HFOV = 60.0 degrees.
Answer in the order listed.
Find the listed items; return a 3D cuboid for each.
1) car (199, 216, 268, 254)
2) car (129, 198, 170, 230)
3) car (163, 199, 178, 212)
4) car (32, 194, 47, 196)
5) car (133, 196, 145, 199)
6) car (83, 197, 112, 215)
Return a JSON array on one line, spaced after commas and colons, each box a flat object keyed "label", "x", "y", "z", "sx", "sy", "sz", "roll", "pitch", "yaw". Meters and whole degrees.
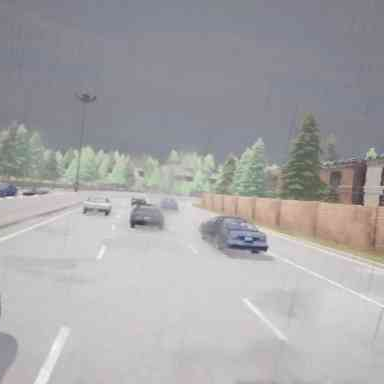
[{"label": "car", "x": 1.709, "y": 1.809, "z": 15.193, "sx": 2.033, "sy": 1.411, "sz": 5.357, "roll": 6, "pitch": 0, "yaw": -10}, {"label": "car", "x": -2.821, "y": 1.413, "z": 20.605, "sx": 1.994, "sy": 1.385, "sz": 4.181, "roll": 6, "pitch": 0, "yaw": -10}, {"label": "car", "x": -2.775, "y": 1.521, "z": 39.790, "sx": 2.033, "sy": 1.411, "sz": 5.357, "roll": 6, "pitch": 0, "yaw": -10}, {"label": "car", "x": -16.164, "y": 0.257, "z": 34.951, "sx": 1.895, "sy": 1.301, "sz": 4.718, "roll": 6, "pitch": 0, "yaw": -10}, {"label": "car", "x": -7.108, "y": 1.175, "z": 44.150, "sx": 1.895, "sy": 1.301, "sz": 4.718, "roll": 6, "pitch": 0, "yaw": -10}, {"label": "car", "x": -7.467, "y": 1.031, "z": 26.657, "sx": 1.895, "sy": 1.301, "sz": 4.718, "roll": 6, "pitch": 0, "yaw": -10}]
